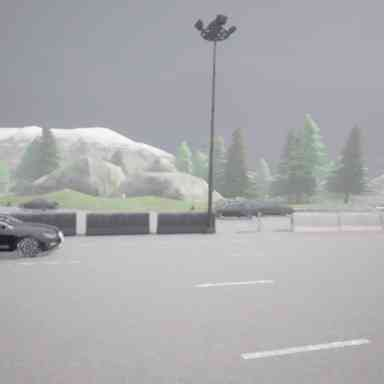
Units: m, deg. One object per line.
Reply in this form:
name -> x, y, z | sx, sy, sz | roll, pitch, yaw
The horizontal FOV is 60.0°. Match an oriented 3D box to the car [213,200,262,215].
car -> 4.954, 1.703, 36.754 | 4.902, 1.511, 2.128 | 1, 0, -16

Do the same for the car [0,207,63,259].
car -> -7.054, 1.430, 11.385 | 4.902, 1.511, 2.128 | 1, 0, -16

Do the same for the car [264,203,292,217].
car -> 7.672, 1.787, 33.879 | 5.357, 1.411, 2.033 | 1, 0, -16

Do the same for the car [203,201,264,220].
car -> 3.344, 1.648, 29.037 | 4.902, 1.511, 2.128 | 1, 0, -16

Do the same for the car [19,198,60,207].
car -> -17.333, 1.426, 37.799 | 4.674, 1.442, 1.812 | 1, 0, 14
